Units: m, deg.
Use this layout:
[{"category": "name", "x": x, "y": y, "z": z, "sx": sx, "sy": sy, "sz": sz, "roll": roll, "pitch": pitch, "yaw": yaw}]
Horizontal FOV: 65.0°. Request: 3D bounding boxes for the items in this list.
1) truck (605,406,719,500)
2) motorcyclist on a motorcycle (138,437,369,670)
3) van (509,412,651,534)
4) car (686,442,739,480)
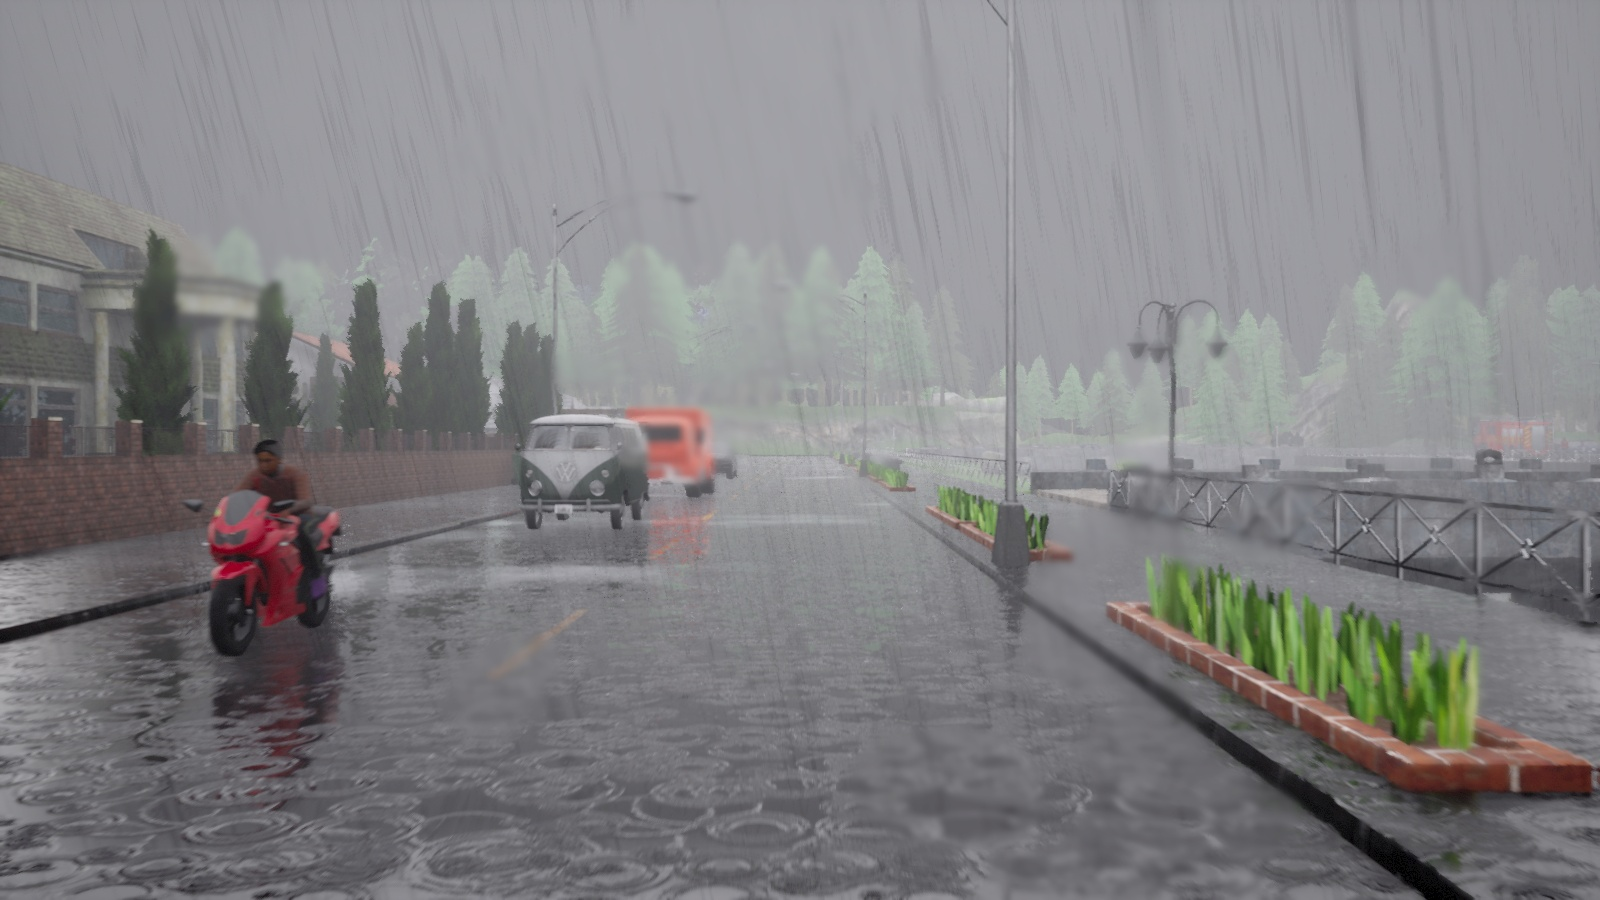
[{"category": "truck", "x": -3.785, "y": 0.056, "z": 35.553, "sx": 2.627, "sy": 2.467, "sz": 5.204, "roll": 0, "pitch": 0, "yaw": 0}, {"category": "motorcyclist on a motorcycle", "x": -3.934, "y": 0.673, "z": 9.258, "sx": 0.797, "sy": 1.523, "sz": 2.044, "roll": 0, "pitch": 0, "yaw": 0}, {"category": "van", "x": -3.857, "y": 0.368, "z": 22.733, "sx": 1.775, "sy": 1.987, "sz": 4.442, "roll": 0, "pitch": 0, "yaw": 0}, {"category": "car", "x": -3.685, "y": 0.420, "z": 53.407, "sx": 1.882, "sy": 1.535, "sz": 5.008, "roll": 0, "pitch": 0, "yaw": 0}]
